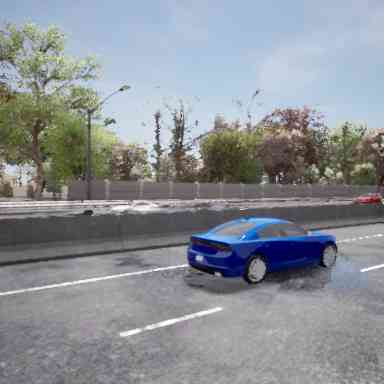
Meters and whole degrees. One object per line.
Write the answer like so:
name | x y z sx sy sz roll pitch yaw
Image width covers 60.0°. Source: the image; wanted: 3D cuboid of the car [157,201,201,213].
car | 0.086 1.506 25.543 4.892 1.490 1.837 0 0 -35

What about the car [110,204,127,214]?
car | -4.996 1.527 29.935 4.674 1.442 1.812 0 0 -38

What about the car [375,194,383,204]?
car | 31.324 1.530 52.034 4.902 1.511 2.128 0 0 -35

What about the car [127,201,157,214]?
car | -2.692 1.602 27.862 4.718 1.301 1.895 0 0 -35

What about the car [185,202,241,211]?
car | 1.999 1.565 22.607 4.181 1.385 1.994 0 0 -35

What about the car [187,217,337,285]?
car | 2.199 1.477 9.613 5.008 1.535 1.882 0 0 -35

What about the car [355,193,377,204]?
car | 29.069 1.261 54.712 5.566 2.045 2.150 0 0 -35
